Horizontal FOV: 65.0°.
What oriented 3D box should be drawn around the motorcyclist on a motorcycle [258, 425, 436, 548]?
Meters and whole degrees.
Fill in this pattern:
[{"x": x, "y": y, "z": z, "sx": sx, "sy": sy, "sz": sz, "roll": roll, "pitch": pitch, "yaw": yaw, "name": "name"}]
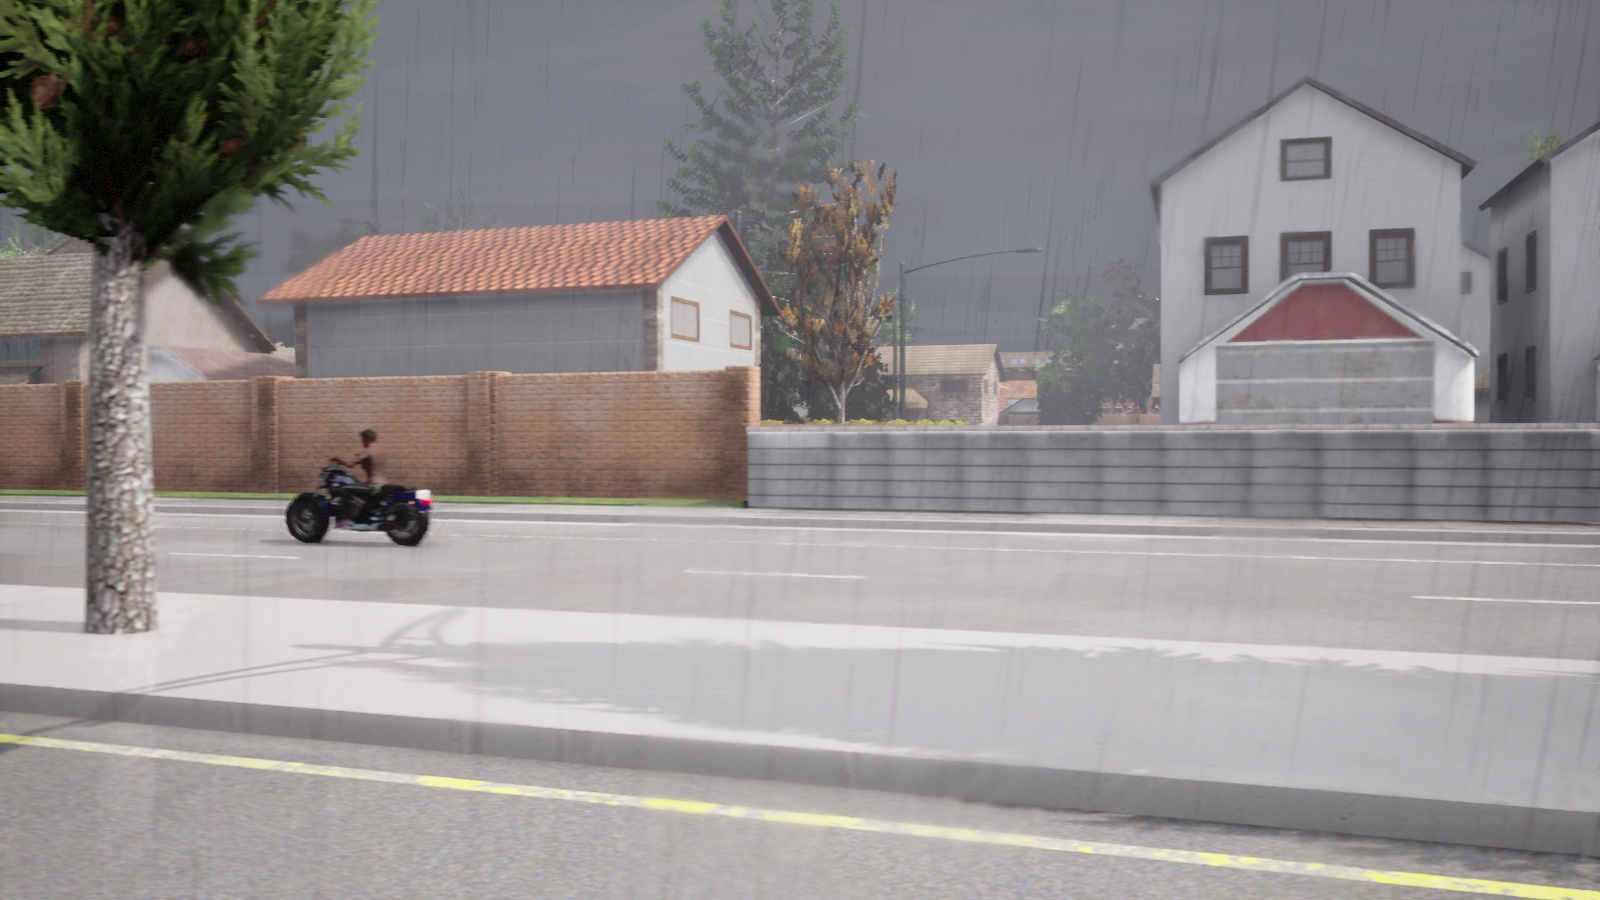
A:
[{"x": -6.295, "y": 0.474, "z": 17.439, "sx": 2.350, "sy": 1.649, "sz": 0.766, "roll": 0, "pitch": 1, "yaw": 19, "name": "motorcyclist on a motorcycle"}]
